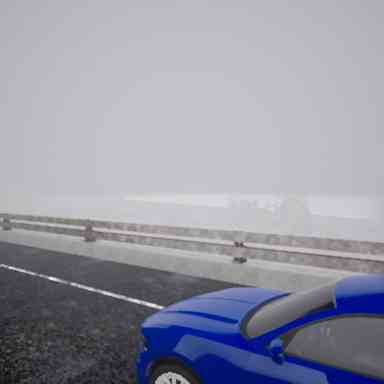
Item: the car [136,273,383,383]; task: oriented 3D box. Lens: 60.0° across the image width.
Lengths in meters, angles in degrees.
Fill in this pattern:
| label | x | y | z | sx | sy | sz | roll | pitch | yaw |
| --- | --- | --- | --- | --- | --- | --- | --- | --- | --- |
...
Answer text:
| label | x | y | z | sx | sy | sz | roll | pitch | yaw |
| --- | --- | --- | --- | --- | --- | --- | --- | --- | --- |
| car | 1.711 | 1.479 | 2.780 | 5.008 | 1.535 | 1.882 | 0 | 0 | 35 |
